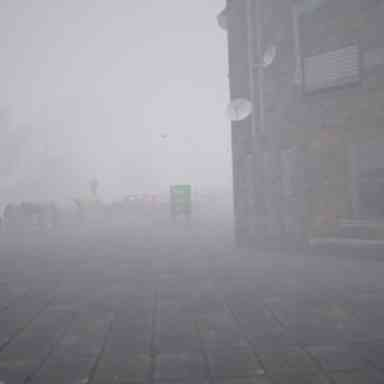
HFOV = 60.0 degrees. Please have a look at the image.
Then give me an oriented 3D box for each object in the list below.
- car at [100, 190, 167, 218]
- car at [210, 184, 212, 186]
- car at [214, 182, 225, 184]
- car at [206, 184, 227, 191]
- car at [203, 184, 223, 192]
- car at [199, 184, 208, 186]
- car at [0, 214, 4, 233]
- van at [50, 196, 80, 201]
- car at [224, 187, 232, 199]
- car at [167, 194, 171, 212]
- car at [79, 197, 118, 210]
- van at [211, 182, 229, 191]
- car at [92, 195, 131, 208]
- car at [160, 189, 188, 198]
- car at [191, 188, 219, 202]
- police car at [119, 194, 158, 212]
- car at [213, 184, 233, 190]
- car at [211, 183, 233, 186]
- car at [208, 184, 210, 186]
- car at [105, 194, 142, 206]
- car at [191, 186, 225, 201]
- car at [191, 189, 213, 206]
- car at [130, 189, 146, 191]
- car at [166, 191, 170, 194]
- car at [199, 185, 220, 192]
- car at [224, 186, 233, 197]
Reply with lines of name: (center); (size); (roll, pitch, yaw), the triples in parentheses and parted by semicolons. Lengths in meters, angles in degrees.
car: (-5.495, 1.262, 29.327); (5.566, 2.045, 2.435); (-3, 1, 24)
car: (2.006, -0.488, 77.536); (4.792, 1.488, 2.163); (-3, 2, 24)
car: (7.365, -0.445, 58.820); (5.566, 2.045, 2.435); (-3, 2, 24)
car: (6.426, -1.130, 87.644); (5.008, 1.535, 2.097); (-3, 2, 24)
car: (5.325, -1.106, 85.209); (4.553, 1.767, 2.185); (-3, 2, 24)
car: (-0.231, -0.460, 72.409); (5.566, 2.045, 2.435); (-3, 2, 24)
car: (-13.058, 1.611, 18.935); (2.150, 2.045, 5.566); (-3, -1, -2)
van: (-14.527, 1.560, 39.089); (4.442, 1.987, 1.878); (-3, 2, 24)
car: (2.712, 0.484, 48.064); (4.792, 1.488, 2.163); (-3, 2, 24)
car: (-4.277, 1.397, 32.018); (5.008, 1.535, 2.097); (-3, 2, 24)
car: (-12.400, 1.527, 44.260); (4.674, 1.452, 2.002); (-3, 2, 24)
van: (7.674, -1.520, 90.266); (4.442, 1.987, 1.878); (-3, 2, 24)
car: (-11.334, 1.341, 46.701); (4.892, 1.521, 2.231); (-3, 2, 24)
car: (-3.491, 0.281, 64.717); (4.792, 1.488, 2.163); (-3, 2, 24)
car: (0.404, 0.775, 42.804); (4.892, 1.521, 2.231); (-3, 2, 24)
police car: (-6.152, 1.234, 39.191); (1.930, 1.638, 5.238); (-3, 2, 23)
car: (8.685, -1.443, 92.881); (4.892, 1.521, 2.231); (-3, 2, 24)
car: (6.200, -0.162, 56.272); (4.553, 1.767, 2.185); (-3, 2, 24)
car: (0.941, -0.491, 74.950); (4.553, 1.767, 2.185); (-3, 2, 24)
car: (-10.186, 1.180, 49.379); (4.892, 1.521, 2.231); (-3, 2, 24)
car: (1.537, 0.492, 45.366); (4.553, 1.767, 2.185); (-3, 2, 24)
car: (-0.650, 0.932, 39.927); (5.366, 1.575, 1.946); (-3, 2, 24)
car: (-7.949, 0.618, 54.475); (5.566, 2.045, 2.435); (-3, 2, 24)
car: (-3.192, 1.139, 34.621); (4.553, 1.767, 2.185); (-3, 2, 24)
car: (4.255, -0.788, 82.644); (4.674, 1.452, 2.002); (-3, 2, 24)
car: (3.851, 0.334, 50.769); (4.674, 1.452, 2.002); (-3, 2, 24)
